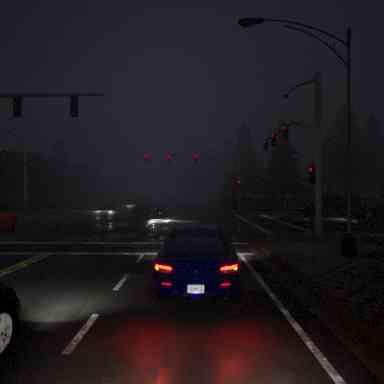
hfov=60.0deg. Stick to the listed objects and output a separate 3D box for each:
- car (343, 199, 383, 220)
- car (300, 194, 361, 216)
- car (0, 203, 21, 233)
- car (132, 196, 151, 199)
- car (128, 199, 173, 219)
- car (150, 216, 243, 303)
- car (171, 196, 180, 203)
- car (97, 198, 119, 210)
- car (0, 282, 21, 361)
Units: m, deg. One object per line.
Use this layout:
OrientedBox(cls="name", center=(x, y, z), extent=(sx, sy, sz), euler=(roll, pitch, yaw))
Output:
OrientedBox(cls="car", center=(15.885, 1.547, 27.619), extent=(5.357, 1.411, 2.033), euler=(0, 0, 0))
OrientedBox(cls="car", center=(13.063, 1.222, 31.118), extent=(5.566, 2.045, 2.150), euler=(0, 0, 0))
OrientedBox(cls="car", center=(-10.619, 1.352, 16.652), extent=(2.097, 1.767, 4.553), euler=(0, 0, 0))
OrientedBox(cls="car", center=(-7.145, 1.351, 49.341), extent=(2.097, 1.767, 4.553), euler=(0, 0, 0))
OrientedBox(cls="car", center=(-3.794, 1.564, 29.020), extent=(1.994, 1.385, 4.181), euler=(0, 0, -35))
OrientedBox(cls="car", center=(0.131, 1.526, 8.100), extent=(1.812, 1.442, 4.674), euler=(0, 0, 2))
OrientedBox(cls="car", center=(-3.479, 1.477, 69.609), extent=(1.882, 1.535, 5.008), euler=(0, 0, 0))
OrientedBox(cls="car", center=(-10.643, 1.526, 42.304), extent=(1.812, 1.442, 4.674), euler=(0, 0, 0))
OrientedBox(cls="car", center=(-3.442, 1.505, 2.966), extent=(1.837, 1.490, 4.892), euler=(0, 0, 0))
